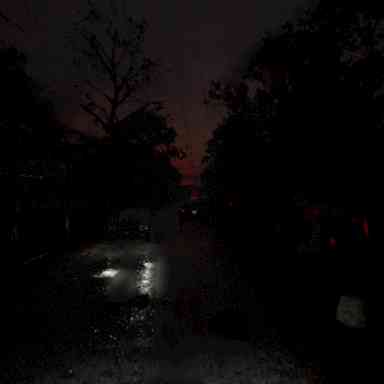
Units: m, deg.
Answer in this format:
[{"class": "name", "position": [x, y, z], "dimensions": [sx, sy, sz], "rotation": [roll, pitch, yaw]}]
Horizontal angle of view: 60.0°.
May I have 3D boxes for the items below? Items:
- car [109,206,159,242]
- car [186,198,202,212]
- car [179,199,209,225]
[{"class": "car", "position": [-2.810, 1.510, 16.860], "dimensions": [1.882, 1.535, 5.008], "rotation": [0, 0, 0]}, {"class": "car", "position": [0.272, 1.626, 43.025], "dimensions": [1.882, 1.535, 5.008], "rotation": [0, 0, 0]}, {"class": "car", "position": [0.170, 1.425, 24.740], "dimensions": [2.097, 1.767, 4.553], "rotation": [0, 0, 0]}]
